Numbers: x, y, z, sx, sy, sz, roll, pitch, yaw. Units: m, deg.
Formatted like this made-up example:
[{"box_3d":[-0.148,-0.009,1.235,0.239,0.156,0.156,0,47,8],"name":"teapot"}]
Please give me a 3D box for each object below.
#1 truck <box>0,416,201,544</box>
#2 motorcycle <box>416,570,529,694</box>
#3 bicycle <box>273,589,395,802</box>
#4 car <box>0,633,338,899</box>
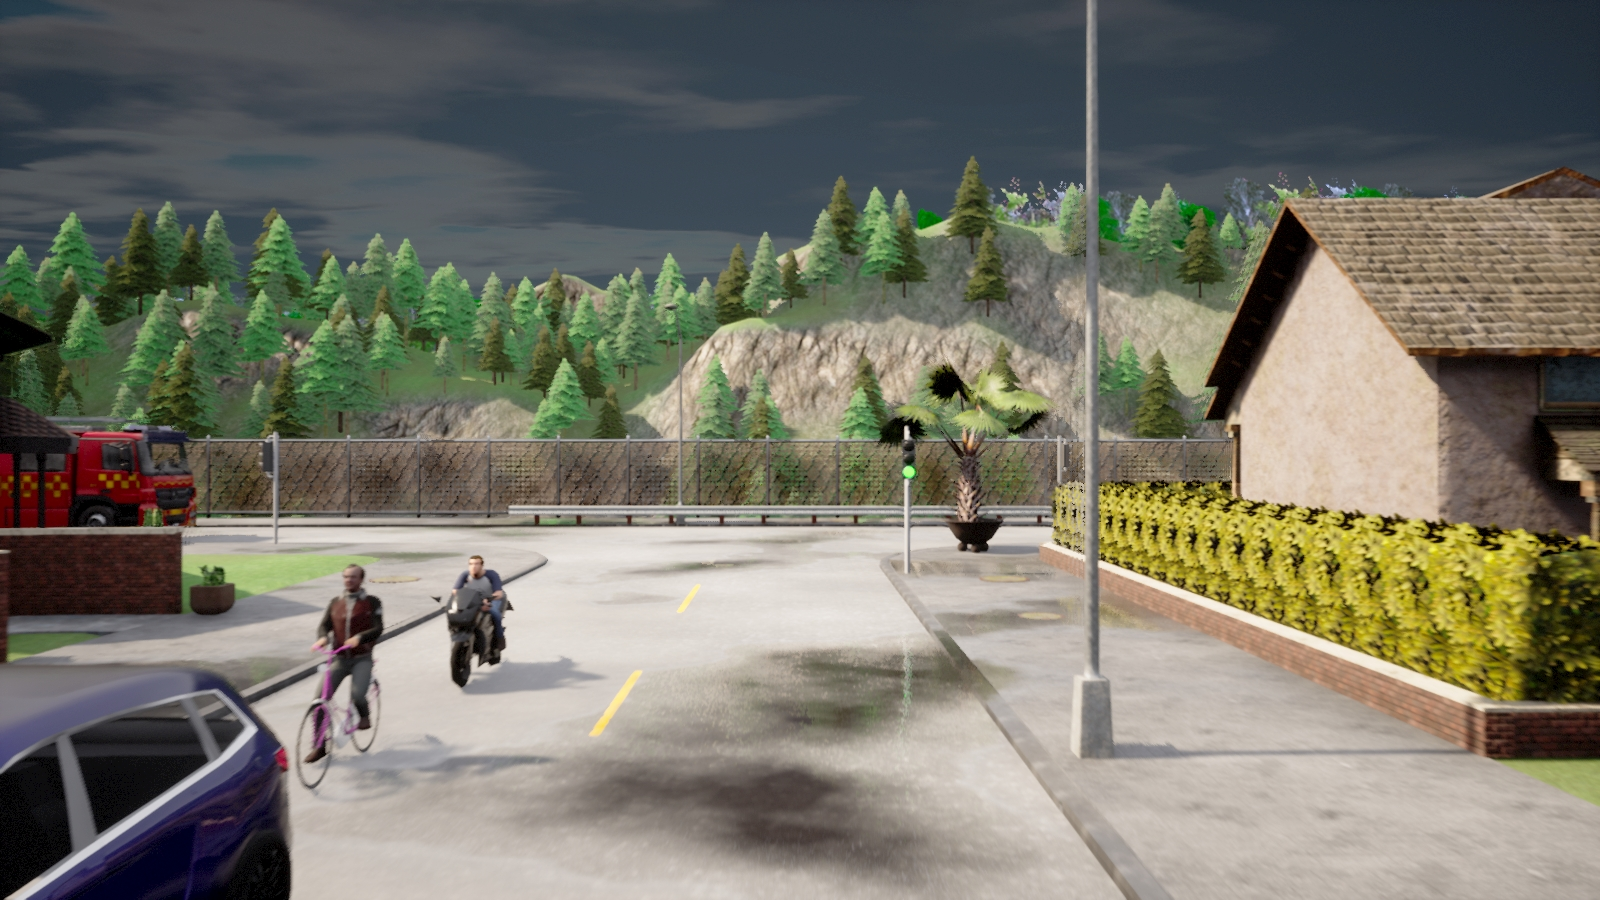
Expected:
[{"box_3d":[-23.583,0.890,35.429,8.468,3.827,2.891,0,0,0],"name":"truck"},{"box_3d":[-3.986,2.186,14.083,0.803,1.199,2.033,0,0,0],"name":"motorcycle"},{"box_3d":[-4.029,2.060,9.991,0.329,1.471,1.835,0,0,-1],"name":"bicycle"},{"box_3d":[-3.965,1.967,4.774,2.242,1.667,4.611,0,0,-1],"name":"car"}]
